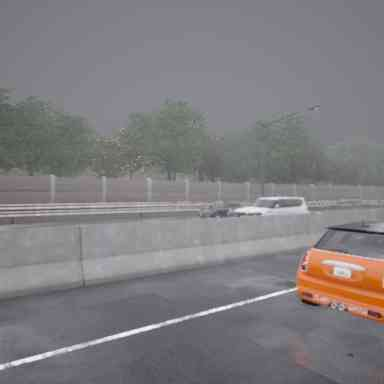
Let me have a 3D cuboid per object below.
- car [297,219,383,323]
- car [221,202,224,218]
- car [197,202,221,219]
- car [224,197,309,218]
[{"bbox_3d":[4.261,1.390,6.865,4.553,1.767,2.097,0,0,-36],"label":"car"},{"bbox_3d":[4.724,1.450,24.762,4.553,1.767,2.097,0,0,-36],"label":"car"},{"bbox_3d":[2.657,1.603,27.585,4.892,1.490,1.837,0,0,-36],"label":"car"},{"bbox_3d":[4.943,1.307,20.593,5.566,2.045,2.150,0,0,-36],"label":"car"}]
